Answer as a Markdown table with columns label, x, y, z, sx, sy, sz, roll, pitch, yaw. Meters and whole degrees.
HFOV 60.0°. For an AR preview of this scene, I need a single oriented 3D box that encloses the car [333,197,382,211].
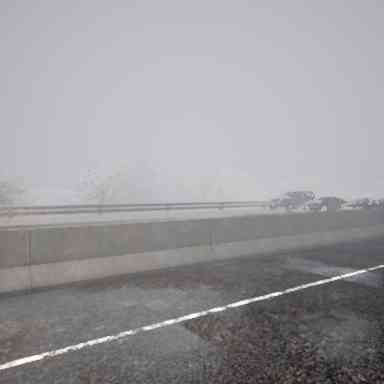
| label | x | y | z | sx | sy | sz | roll | pitch | yaw |
| --- | --- | --- | --- | --- | --- | --- | --- | --- | --- |
| car | 13.740 | 1.181 | 26.296 | 4.902 | 1.511 | 2.128 | 0 | 0 | -35 |

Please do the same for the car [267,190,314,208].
| label | x | y | z | sx | sy | sz | roll | pitch | yaw |
| --- | --- | --- | --- | --- | --- | --- | --- | --- | --- |
| car | 9.738 | 0.839 | 32.039 | 5.566 | 2.045 | 2.150 | 0 | 0 | -35 |

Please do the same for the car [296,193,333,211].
| label | x | y | z | sx | sy | sz | roll | pitch | yaw |
| --- | --- | --- | --- | --- | --- | --- | --- | --- | --- |
| car | 11.751 | 1.093 | 29.176 | 5.008 | 1.535 | 1.882 | 0 | 0 | -35 |
